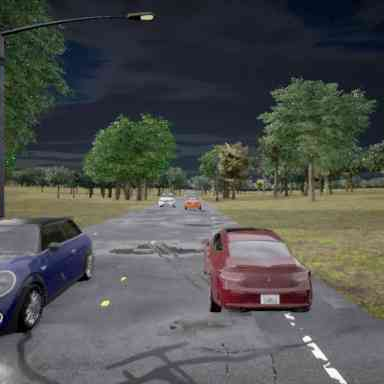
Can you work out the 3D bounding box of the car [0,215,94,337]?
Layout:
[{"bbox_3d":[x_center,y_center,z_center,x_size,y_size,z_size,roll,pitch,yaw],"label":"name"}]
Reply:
[{"bbox_3d":[-3.596,1.351,6.774,2.097,1.767,4.553,0,0,0],"label":"car"}]

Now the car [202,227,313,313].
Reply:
[{"bbox_3d":[1.229,1.525,7.532,1.812,1.442,4.674,0,0,0],"label":"car"}]

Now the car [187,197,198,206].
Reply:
[{"bbox_3d":[0.092,1.522,56.330,1.812,1.442,4.674,0,0,0],"label":"car"}]

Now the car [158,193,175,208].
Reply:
[{"bbox_3d":[-3.575,1.214,48.340,2.150,2.045,5.566,0,0,0],"label":"car"}]

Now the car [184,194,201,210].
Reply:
[{"bbox_3d":[0.116,1.345,43.598,2.097,1.767,4.553,0,0,-1],"label":"car"}]
